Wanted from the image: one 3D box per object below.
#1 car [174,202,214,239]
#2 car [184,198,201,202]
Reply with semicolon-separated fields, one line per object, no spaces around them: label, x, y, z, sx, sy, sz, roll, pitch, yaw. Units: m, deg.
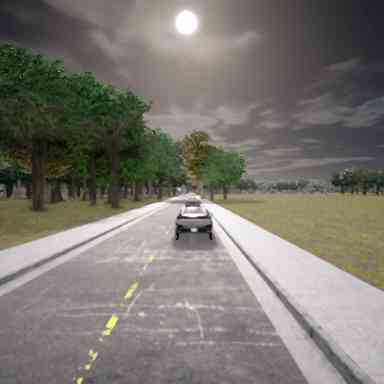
car;0.098;1.497;17.465;2.128;1.511;4.902;0;0;0
car;0.097;1.522;40.934;1.837;1.490;4.892;0;0;0
